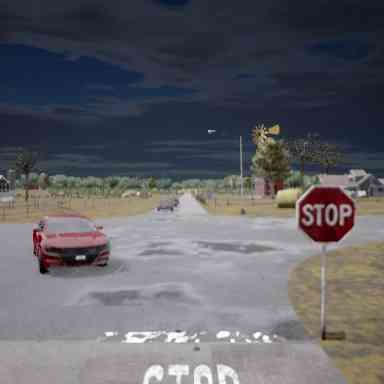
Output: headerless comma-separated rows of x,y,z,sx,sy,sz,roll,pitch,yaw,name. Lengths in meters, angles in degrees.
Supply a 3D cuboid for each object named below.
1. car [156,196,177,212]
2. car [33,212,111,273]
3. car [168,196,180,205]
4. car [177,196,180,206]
-3.083,1.506,39.179,1.837,1.490,4.892,0,-1,-1,car
-4.119,1.476,11.016,1.882,1.535,5.008,0,0,-28,car
-3.241,1.527,60.629,1.837,1.490,4.892,0,0,0,car
-3.200,1.572,50.136,1.994,1.385,4.181,0,0,0,car
